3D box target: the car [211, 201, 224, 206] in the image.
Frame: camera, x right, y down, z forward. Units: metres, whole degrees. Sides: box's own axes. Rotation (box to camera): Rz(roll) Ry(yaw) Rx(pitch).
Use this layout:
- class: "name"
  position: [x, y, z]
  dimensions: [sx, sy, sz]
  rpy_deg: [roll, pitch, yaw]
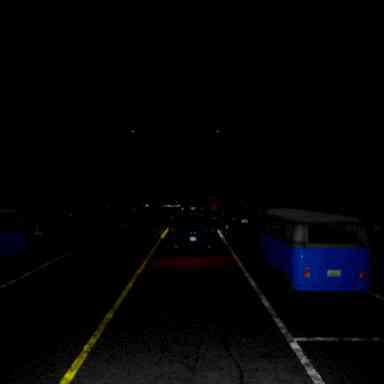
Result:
- class: "car"
  position: [2.770, 1.573, 25.145]
  dimensions: [1.947, 1.339, 4.313]
  rpy_deg: [0, 0, 0]

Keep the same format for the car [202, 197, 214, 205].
- class: "car"
  position: [2.777, 1.598, 58.800]
  dimensions: [1.947, 1.339, 4.313]
  rpy_deg: [0, 0, 0]

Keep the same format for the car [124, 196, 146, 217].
- class: "car"
  position: [-5.754, 1.451, 30.741]
  dimensions: [1.967, 1.590, 4.097]
  rpy_deg: [0, 0, 0]

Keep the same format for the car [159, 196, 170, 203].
- class: "car"
  position: [-5.746, 1.627, 70.007]
  dimensions: [1.802, 1.307, 4.206]
  rpy_deg: [0, 0, 0]

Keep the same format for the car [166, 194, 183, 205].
- class: "car"
  position: [-3.041, 1.536, 58.083]
  dimensions: [1.837, 1.490, 4.892]
  rpy_deg: [0, 0, 0]

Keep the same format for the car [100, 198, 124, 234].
- class: "car"
  position: [-5.756, 1.320, 19.521]
  dimensions: [2.192, 1.841, 5.009]
  rpy_deg: [0, 0, 0]

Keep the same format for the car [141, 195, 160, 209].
- class: "car"
  position: [-5.751, 1.333, 41.960]
  dimensions: [2.192, 1.841, 5.009]
  rpy_deg: [0, 0, 0]

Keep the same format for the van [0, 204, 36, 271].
- class: "van"
  position: [-5.759, 1.342, 8.302]
  dimensions: [1.690, 1.788, 3.998]
  rpy_deg: [0, 0, 0]

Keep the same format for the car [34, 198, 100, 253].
- class: "car"
  position: [-5.757, 1.318, 13.913]
  dimensions: [2.192, 1.841, 5.009]
  rpy_deg: [0, 0, 0]

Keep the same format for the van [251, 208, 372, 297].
- class: "van"
  position: [2.766, 1.342, 8.318]
  dimensions: [1.690, 1.788, 3.998]
  rpy_deg: [0, 0, 0]

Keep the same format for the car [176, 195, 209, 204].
- class: "car"
  position: [0.051, 1.360, 27.821]
  dimensions: [2.097, 1.767, 4.553]
  rpy_deg: [0, 0, 1]

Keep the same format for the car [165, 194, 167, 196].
- class: "car"
  position: [-5.747, 1.589, 64.398]
  dimensions: [2.008, 1.369, 4.403]
  rpy_deg: [0, 0, 0]

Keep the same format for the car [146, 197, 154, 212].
- class: "car"
  position: [-5.753, 1.565, 36.350]
  dimensions: [2.008, 1.369, 4.403]
  rpy_deg: [0, 0, 0]

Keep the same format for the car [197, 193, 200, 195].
- class: "car"
  position: [2.781, 1.367, 75.627]
  dimensions: [2.192, 1.841, 5.009]
  rpy_deg: [0, 0, 0]

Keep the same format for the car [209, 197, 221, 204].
- class: "car"
  position: [2.772, 1.559, 36.364]
  dimensions: [1.887, 1.381, 4.507]
  rpy_deg: [0, 0, 0]

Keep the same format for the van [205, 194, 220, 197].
- class: "van"
  position: [2.774, 1.359, 41.973]
  dimensions: [1.690, 1.788, 3.998]
  rpy_deg: [0, 0, 0]

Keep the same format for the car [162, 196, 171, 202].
- class: "car"
  position: [-5.744, 1.577, 75.447]
  dimensions: [1.752, 1.417, 4.829]
  rpy_deg: [0, 0, 0]

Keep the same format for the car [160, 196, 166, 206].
- class: "car"
  position: [-5.749, 1.592, 53.179]
  dimensions: [1.947, 1.339, 4.313]
  rpy_deg: [0, 0, 0]

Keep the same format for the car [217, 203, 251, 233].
- class: "car"
  position: [2.768, 1.571, 19.536]
  dimensions: [1.947, 1.339, 4.313]
  rpy_deg: [0, 0, 0]

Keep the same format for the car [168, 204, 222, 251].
- class: "car"
  position: [0.056, 1.480, 14.114]
  dimensions: [1.882, 1.535, 5.008]
  rpy_deg: [0, 0, 0]
